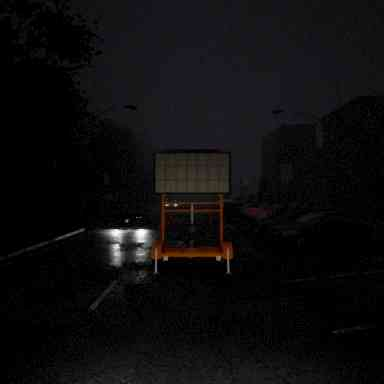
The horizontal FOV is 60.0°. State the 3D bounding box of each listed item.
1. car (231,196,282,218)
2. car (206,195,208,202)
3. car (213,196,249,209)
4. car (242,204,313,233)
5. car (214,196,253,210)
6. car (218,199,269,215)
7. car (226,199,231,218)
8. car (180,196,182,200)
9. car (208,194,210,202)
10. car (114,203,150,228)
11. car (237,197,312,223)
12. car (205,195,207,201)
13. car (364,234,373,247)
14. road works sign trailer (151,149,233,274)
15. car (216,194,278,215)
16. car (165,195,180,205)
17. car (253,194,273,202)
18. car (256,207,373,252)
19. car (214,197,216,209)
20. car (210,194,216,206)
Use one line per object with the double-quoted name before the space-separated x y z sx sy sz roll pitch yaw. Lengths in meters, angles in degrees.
"car" 5.384 1.369 22.821 4.553 1.767 2.185 1 0 -20
"car" 5.486 1.582 55.848 5.008 1.535 2.097 1 -1 -20
"car" 5.430 1.423 46.828 4.553 1.767 2.185 1 0 -20
"car" 5.301 1.518 16.800 4.792 1.488 2.163 1 0 -20
"car" 5.417 1.413 43.827 4.553 1.767 2.185 1 0 -20
"car" 5.377 1.544 34.811 4.792 1.488 2.163 1 0 -20
"car" 5.360 1.538 25.818 4.674 1.452 2.002 1 0 -20
"car" -3.651 1.498 83.628 1.882 1.535 5.008 0 0 5
"car" 5.518 1.445 52.845 4.553 1.767 2.185 1 0 -20
"car" -3.954 1.513 22.599 1.837 1.490 4.892 0 0 0
"car" 5.372 1.366 19.820 4.553 1.767 2.185 1 0 -20
"car" 5.536 1.389 70.885 5.566 2.045 2.435 1 0 -20
"car" 5.313 1.487 4.808 4.892 1.521 2.231 1 0 -20
"road works sign trailer" 0.007 0.465 10.537 2.380 3.560 2.880 0 0 0
"car" 5.367 1.251 28.796 5.566 2.045 2.435 1 0 -20
"car" -3.967 1.480 63.933 2.097 1.767 4.553 0 0 1
"car" 18.531 1.461 86.853 2.435 2.045 5.566 0 0 -21
"car" 5.322 1.527 13.808 4.674 1.452 2.002 1 0 -20
"car" 5.217 1.502 31.754 5.366 1.575 1.946 1 0 -20
"car" 5.398 1.270 37.813 5.566 2.045 2.435 1 0 -20
